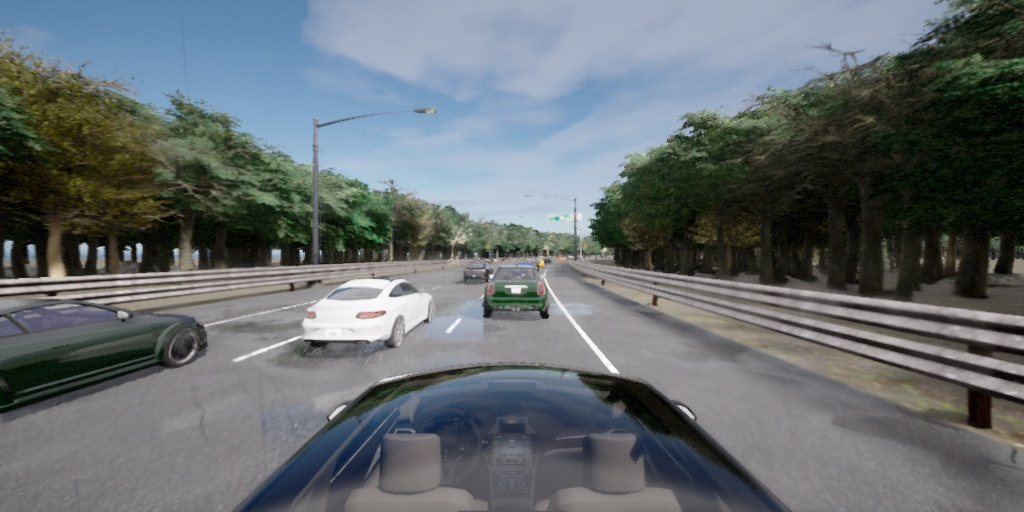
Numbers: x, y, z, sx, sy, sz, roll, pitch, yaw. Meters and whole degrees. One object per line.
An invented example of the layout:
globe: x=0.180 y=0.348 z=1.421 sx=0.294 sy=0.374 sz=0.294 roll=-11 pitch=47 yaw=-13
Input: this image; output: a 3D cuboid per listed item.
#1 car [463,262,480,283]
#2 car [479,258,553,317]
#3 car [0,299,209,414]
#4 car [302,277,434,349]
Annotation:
car: x=-2.503 y=1.214 z=27.660 sx=2.128 sy=1.511 sz=4.902 roll=0 pitch=0 yaw=4
car: x=0.194 y=1.093 z=13.235 sx=2.097 sy=1.767 sz=4.553 roll=0 pitch=0 yaw=2
car: x=-6.852 y=1.295 z=5.160 sx=1.994 sy=1.385 sz=4.181 roll=0 pitch=0 yaw=0
car: x=-3.300 y=1.262 z=9.018 sx=1.812 sy=1.442 sz=4.674 roll=0 pitch=0 yaw=1
